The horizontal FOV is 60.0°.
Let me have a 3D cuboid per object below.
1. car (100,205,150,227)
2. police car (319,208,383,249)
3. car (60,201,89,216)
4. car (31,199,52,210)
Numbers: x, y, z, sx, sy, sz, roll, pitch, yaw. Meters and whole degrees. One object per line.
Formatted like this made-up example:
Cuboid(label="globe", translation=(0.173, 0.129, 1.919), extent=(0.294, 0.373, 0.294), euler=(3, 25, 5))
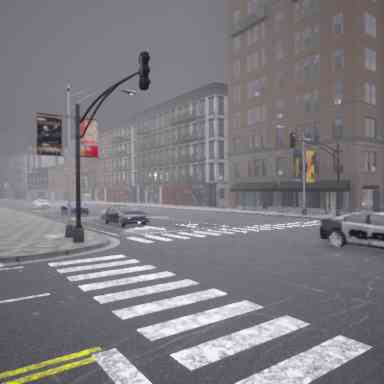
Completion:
Cuboid(label="car", translation=(-5.014, 1.653, 24.260), extent=(2.033, 1.411, 5.357), euler=(-1, 0, -35))
Cuboid(label="police car", translation=(7.414, 1.422, 12.569), extent=(1.930, 1.638, 5.238), euler=(0, 0, -36))
Cuboid(label="car", translation=(-12.178, 1.631, 34.401), extent=(1.882, 1.535, 5.008), euler=(-1, 0, -35))
Cuboid(label="car", translation=(-21.150, 1.743, 46.657), extent=(1.812, 1.442, 4.674), euler=(-1, 0, -37))
